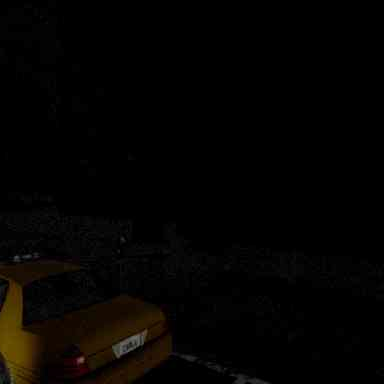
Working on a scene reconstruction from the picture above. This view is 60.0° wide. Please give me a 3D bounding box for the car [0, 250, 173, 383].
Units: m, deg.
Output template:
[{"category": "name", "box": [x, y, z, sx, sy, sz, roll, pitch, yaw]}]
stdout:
[{"category": "car", "box": [-2.511, 1.525, 4.751, 4.829, 1.417, 1.752, 0, 0, 36]}]
